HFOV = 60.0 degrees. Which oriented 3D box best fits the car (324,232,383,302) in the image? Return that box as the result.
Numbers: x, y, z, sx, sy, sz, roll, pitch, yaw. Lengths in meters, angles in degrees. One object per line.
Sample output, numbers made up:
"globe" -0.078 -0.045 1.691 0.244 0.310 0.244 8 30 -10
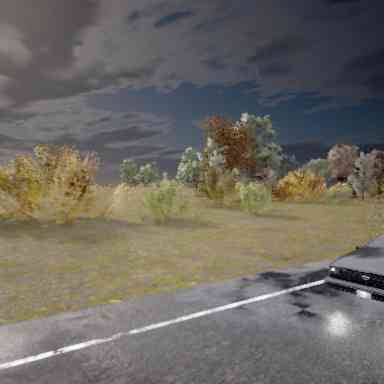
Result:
"car" 5.418 1.552 7.854 5.357 1.411 2.033 0 0 -36
